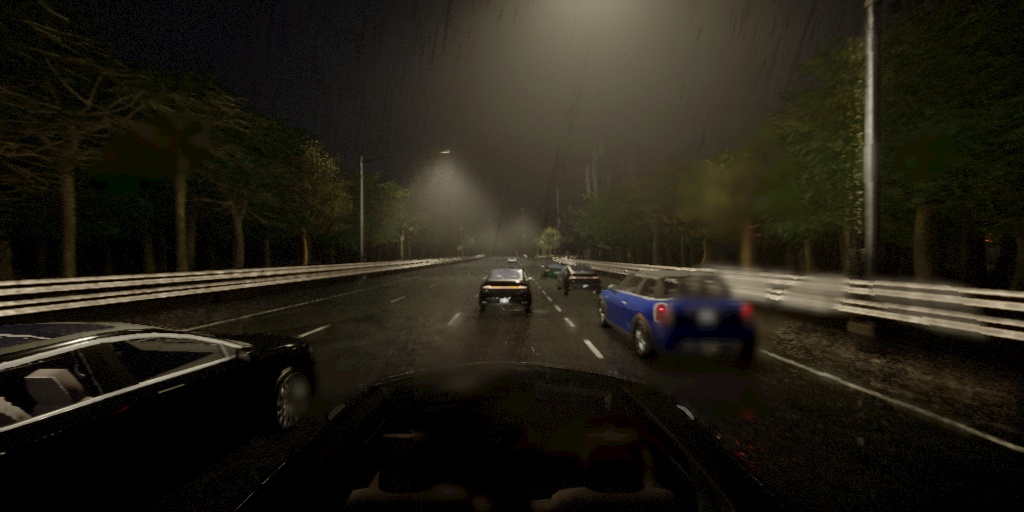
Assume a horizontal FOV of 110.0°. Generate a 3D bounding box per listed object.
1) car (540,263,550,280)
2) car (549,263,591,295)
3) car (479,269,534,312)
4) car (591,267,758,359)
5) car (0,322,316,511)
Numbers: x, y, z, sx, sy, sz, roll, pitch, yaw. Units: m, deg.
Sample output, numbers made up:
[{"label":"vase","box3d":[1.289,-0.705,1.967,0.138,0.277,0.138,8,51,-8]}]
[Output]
[{"label":"car","box3d":[3.500,1.270,30.578,1.994,1.385,4.181,0,0,0]},{"label":"car","box3d":[3.500,1.235,19.581,2.128,1.511,4.902,0,0,0]},{"label":"car","box3d":[-0.190,1.240,14.125,2.128,1.511,4.902,0,0,1]},{"label":"car","box3d":[3.500,1.101,8.552,2.097,1.767,4.553,0,0,0]},{"label":"car","box3d":[-3.402,1.242,2.618,2.128,1.511,4.902,0,0,0]}]
